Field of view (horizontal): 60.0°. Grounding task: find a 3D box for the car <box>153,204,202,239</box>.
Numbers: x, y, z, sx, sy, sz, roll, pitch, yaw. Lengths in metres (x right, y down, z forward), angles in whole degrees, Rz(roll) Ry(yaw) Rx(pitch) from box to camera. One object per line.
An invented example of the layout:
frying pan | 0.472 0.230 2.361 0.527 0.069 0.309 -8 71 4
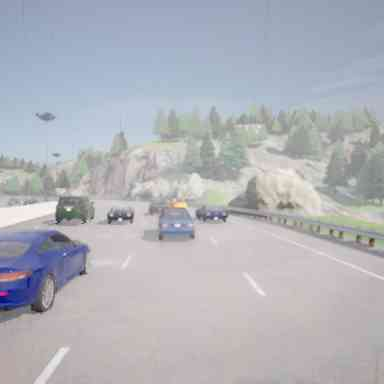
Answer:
car | -0.917 1.606 17.900 2.033 1.411 5.357 0 0 -6

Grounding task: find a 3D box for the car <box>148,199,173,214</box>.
car | -3.790 1.614 36.697 2.128 1.511 4.902 0 0 -11

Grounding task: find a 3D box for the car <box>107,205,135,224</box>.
car | -5.456 1.692 26.019 1.895 1.301 4.718 0 0 -8

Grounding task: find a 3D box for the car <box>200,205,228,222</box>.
car | 1.474 1.685 26.946 1.895 1.301 4.718 0 0 -9

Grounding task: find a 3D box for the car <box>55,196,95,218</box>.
car | -8.952 1.316 25.754 2.150 2.045 5.566 0 0 -8

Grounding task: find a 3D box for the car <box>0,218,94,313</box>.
car | -3.690 1.555 7.578 1.812 1.442 4.674 0 0 -2

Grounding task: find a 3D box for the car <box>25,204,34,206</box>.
car | -27.887 1.770 57.946 2.033 1.411 5.357 0 0 -19

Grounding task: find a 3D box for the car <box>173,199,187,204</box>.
car | -2.037 1.625 45.051 1.882 1.535 5.008 0 0 -14
